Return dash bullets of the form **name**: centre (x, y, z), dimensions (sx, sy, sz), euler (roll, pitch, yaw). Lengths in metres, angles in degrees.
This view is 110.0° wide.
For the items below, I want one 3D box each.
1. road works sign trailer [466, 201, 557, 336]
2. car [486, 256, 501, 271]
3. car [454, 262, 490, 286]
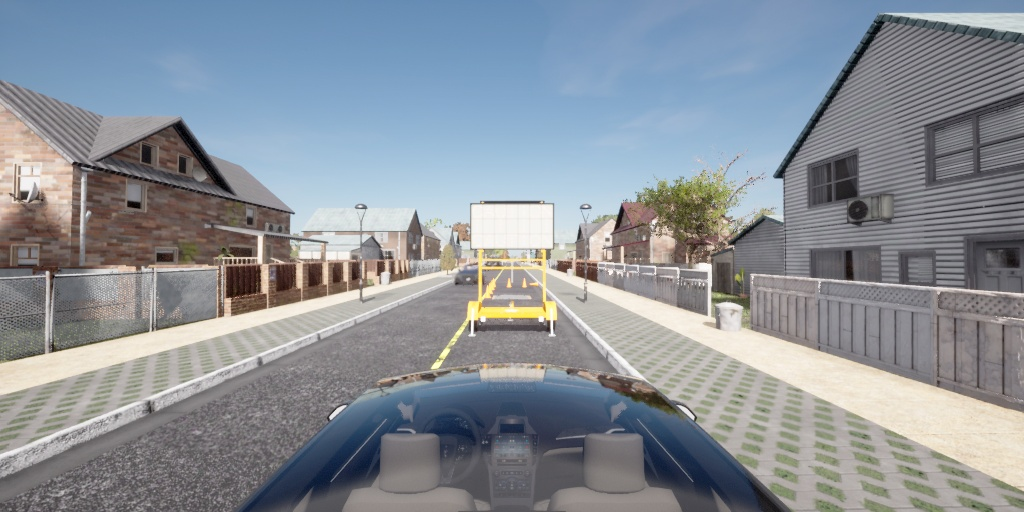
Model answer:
- **road works sign trailer**: centre (0.007, 0.220, 10.362), dimensions (2.380, 3.560, 2.880), euler (0, 0, 0)
- **car**: centre (-2.791, 1.086, 52.962), dimensions (2.150, 2.045, 5.566), euler (0, 0, 0)
- **car**: centre (-2.867, 1.344, 25.522), dimensions (1.994, 1.385, 4.181), euler (0, 0, 0)
